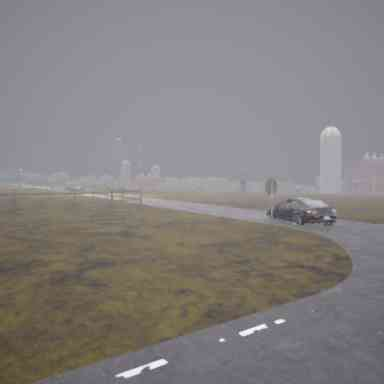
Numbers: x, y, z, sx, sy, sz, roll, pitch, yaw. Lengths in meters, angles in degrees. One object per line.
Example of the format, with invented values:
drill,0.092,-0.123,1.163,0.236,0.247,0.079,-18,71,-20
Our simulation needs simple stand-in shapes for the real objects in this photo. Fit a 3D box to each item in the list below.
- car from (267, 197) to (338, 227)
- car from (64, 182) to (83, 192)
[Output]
car,5.752,0.978,17.788,1.812,1.442,4.674,-1,2,-15
car,-17.925,-0.802,50.463,2.128,1.511,4.902,1,2,-36
